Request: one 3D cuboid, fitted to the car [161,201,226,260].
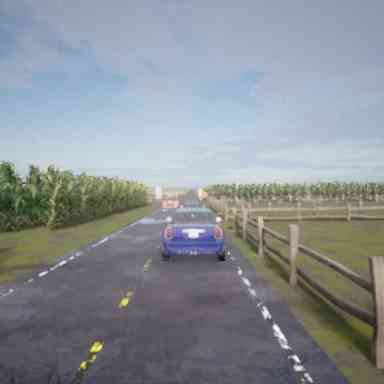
[{"bbox_3d":[0.063,1.376,12.609,2.097,1.767,4.553,0,0,0],"label":"car"}]

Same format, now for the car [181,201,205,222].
[{"bbox_3d":[0.056,1.555,27.913,1.837,1.490,4.892,0,0,0],"label":"car"}]

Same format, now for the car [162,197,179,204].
[{"bbox_3d":[-2.839,1.425,45.211,2.097,1.767,4.553,0,0,0],"label":"car"}]
